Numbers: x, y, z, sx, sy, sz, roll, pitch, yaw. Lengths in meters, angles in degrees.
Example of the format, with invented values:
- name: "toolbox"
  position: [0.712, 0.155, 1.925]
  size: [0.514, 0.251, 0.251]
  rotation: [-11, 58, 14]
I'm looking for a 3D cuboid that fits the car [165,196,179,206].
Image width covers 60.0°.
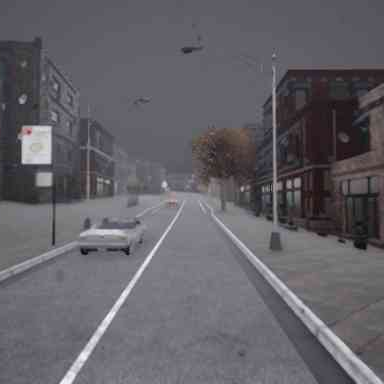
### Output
- name: "car"
  position: [-3.296, 1.451, 55.665]
  size: [2.097, 1.767, 4.553]
  rotation: [0, 0, 0]

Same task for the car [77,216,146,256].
- name: "car"
  position: [-3.113, 1.684, 13.711]
  size: [1.895, 1.301, 4.718]
  rotation: [0, 0, 0]
